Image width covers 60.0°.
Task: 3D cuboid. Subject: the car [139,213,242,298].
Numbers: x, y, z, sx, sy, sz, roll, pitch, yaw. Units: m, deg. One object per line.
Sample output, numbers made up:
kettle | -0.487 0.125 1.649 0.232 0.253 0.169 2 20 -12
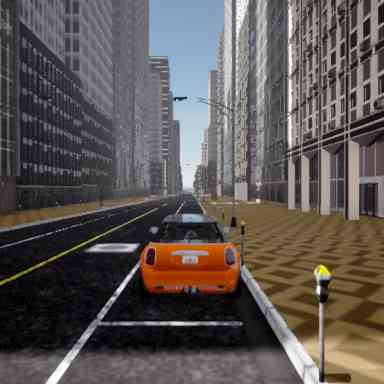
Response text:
car | -0.033 1.341 8.621 2.097 1.767 4.553 0 0 0
